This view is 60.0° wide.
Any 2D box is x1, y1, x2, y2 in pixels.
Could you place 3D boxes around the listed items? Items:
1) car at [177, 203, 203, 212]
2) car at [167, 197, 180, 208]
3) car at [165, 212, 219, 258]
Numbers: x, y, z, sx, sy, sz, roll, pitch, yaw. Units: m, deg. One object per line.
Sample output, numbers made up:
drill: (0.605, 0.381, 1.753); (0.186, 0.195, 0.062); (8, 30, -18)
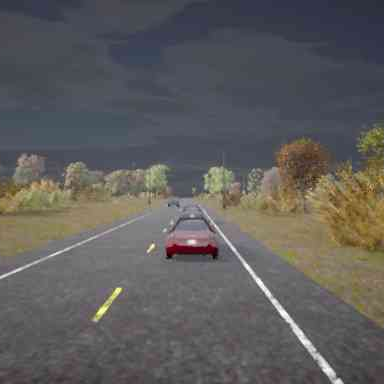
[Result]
car: (0.014, 1.878, 28.376); (1.994, 1.385, 4.181); (0, -1, 0)
car: (-3.537, 1.953, 64.538); (2.150, 2.045, 5.566); (0, -1, 0)
car: (0.016, 1.713, 13.500); (1.994, 1.385, 4.181); (0, -1, 0)
